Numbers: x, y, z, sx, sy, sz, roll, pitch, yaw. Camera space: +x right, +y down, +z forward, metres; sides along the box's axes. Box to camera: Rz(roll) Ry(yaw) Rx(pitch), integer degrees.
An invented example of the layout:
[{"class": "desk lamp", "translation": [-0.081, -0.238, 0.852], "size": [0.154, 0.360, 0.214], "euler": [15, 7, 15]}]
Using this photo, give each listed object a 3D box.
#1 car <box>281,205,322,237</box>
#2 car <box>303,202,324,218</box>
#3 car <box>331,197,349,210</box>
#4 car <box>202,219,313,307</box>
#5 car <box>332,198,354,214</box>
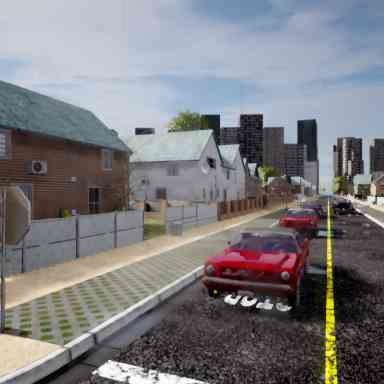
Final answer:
[{"class": "car", "translation": [6.027, 1.613, 18.505], "size": [1.895, 1.301, 4.718], "euler": [0, 0, 22]}, {"class": "car", "translation": [10.604, 1.582, 29.601], "size": [1.994, 1.385, 4.181], "euler": [0, 0, 24]}, {"class": "car", "translation": [19.799, 1.515, 44.594], "size": [2.128, 1.511, 4.902], "euler": [0, 0, 22]}, {"class": "car", "translation": [1.843, 1.608, 8.298], "size": [1.895, 1.301, 4.718], "euler": [0, 0, 22]}, {"class": "car", "translation": [15.906, 1.510, 34.984], "size": [2.128, 1.511, 4.902], "euler": [0, 0, 23]}]
